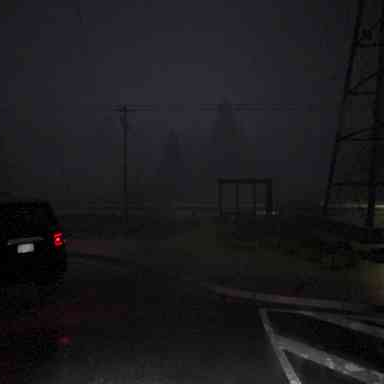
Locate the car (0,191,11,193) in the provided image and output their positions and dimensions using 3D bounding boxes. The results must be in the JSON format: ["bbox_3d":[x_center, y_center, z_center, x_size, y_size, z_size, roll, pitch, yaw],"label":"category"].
[{"bbox_3d":[-18.404,0.935,31.313,2.150,2.045,5.566,2,-1,-41],"label":"car"}]

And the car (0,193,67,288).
[{"bbox_3d":[-5.214,1.147,8.064,5.566,2.045,2.150,0,1,40],"label":"car"}]

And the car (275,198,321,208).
[{"bbox_3d":[9.944,1.292,31.421,4.181,1.385,1.994,0,1,3],"label":"car"}]
